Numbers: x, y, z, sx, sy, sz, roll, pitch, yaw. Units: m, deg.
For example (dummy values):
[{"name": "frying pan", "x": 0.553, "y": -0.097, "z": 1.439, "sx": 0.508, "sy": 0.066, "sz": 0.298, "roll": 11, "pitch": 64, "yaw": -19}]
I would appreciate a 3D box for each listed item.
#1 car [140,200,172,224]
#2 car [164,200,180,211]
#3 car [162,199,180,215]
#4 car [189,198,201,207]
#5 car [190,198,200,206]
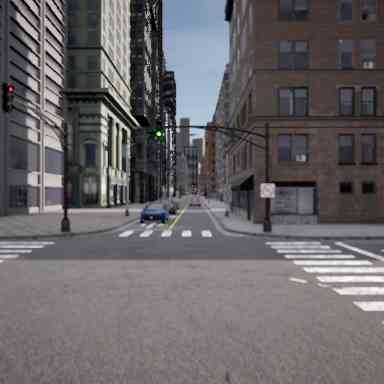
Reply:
[{"name": "car", "x": -2.938, "y": 1.642, "z": 26.841, "sx": 1.882, "sy": 1.535, "sz": 5.008, "roll": 0, "pitch": 0, "yaw": 1}, {"name": "car", "x": -2.692, "y": 1.884, "z": 46.525, "sx": 1.895, "sy": 1.301, "sz": 4.718, "roll": 0, "pitch": 0, "yaw": 1}, {"name": "car", "x": -2.814, "y": 1.576, "z": 36.709, "sx": 2.097, "sy": 1.767, "sz": 4.553, "roll": 0, "pitch": 0, "yaw": 1}, {"name": "car", "x": 0.534, "y": 1.914, "z": 57.288, "sx": 1.994, "sy": 1.385, "sz": 4.181, "roll": 0, "pitch": 0, "yaw": 1}, {"name": "car", "x": 0.656, "y": 1.954, "z": 67.291, "sx": 2.033, "sy": 1.411, "sz": 5.357, "roll": 0, "pitch": 0, "yaw": 1}]
